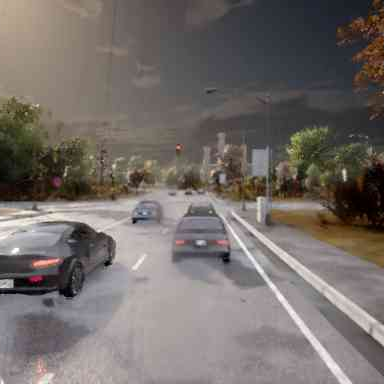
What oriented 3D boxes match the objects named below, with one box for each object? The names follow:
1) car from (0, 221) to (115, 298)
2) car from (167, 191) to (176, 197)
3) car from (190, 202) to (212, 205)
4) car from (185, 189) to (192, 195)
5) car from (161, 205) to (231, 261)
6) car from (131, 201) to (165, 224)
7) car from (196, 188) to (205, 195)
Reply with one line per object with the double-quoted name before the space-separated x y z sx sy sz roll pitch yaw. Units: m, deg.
"car" -3.260 1.439 8.197 1.812 1.442 4.674 0 0 1
"car" -4.767 0.410 79.217 2.033 1.411 5.357 0 1 2
"car" 0.643 1.325 23.229 1.895 1.301 4.718 0 1 2
"car" -0.944 0.159 90.297 1.895 1.301 4.718 0 2 1
"car" 0.310 1.423 11.672 2.033 1.411 5.357 0 1 2
"car" -2.872 1.284 22.200 2.033 1.411 5.357 0 1 -2
"car" 2.563 0.089 90.510 1.812 1.442 4.674 0 2 1
